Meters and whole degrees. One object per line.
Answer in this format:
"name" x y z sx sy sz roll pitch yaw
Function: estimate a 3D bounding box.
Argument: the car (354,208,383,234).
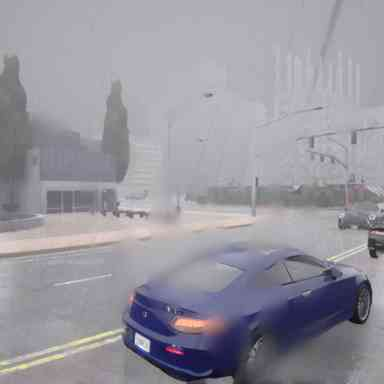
"car" 7.747 1.491 11.790 2.128 1.511 4.902 0 0 43

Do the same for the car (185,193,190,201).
"car" 0.013 1.156 76.458 1.905 1.878 3.866 0 0 44

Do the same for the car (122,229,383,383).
"car" 1.162 1.526 5.278 4.674 1.442 1.812 0 0 -42

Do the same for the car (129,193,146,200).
"car" -14.188 1.156 90.002 1.905 1.878 3.866 0 0 44

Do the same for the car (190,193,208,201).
"car" 2.097 1.395 74.448 1.970 1.475 3.806 0 0 44

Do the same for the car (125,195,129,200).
"car" -16.241 1.153 92.043 1.932 1.855 4.605 0 0 44

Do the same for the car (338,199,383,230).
"car" 10.479 1.353 20.005 2.097 1.767 4.553 0 0 42
